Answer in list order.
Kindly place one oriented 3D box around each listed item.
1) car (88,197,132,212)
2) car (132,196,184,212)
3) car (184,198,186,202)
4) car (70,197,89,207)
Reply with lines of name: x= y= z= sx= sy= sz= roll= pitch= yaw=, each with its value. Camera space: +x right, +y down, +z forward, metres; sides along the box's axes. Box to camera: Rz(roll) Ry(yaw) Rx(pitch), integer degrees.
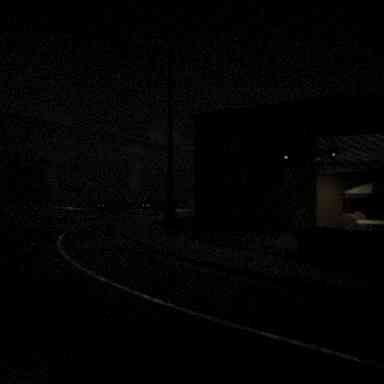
car: x=-8.001 y=1.392 z=35.652 sx=2.033 sy=1.411 sz=5.357 roll=0 pitch=0 yaw=33
car: x=-3.564 y=1.414 z=35.966 sx=2.033 sy=1.411 sz=5.357 roll=0 pitch=0 yaw=34
car: x=-3.115 y=1.353 z=55.655 sx=2.033 sy=1.411 sz=5.357 roll=0 pitch=0 yaw=34
car: x=-14.035 y=1.329 z=45.685 sx=2.033 sy=1.411 sz=5.357 roll=0 pitch=0 yaw=34
